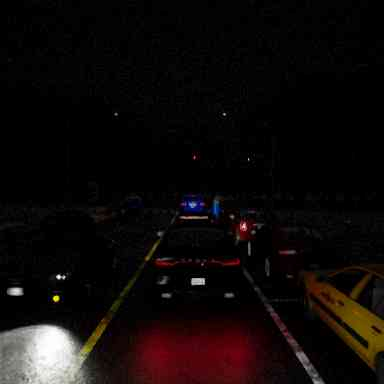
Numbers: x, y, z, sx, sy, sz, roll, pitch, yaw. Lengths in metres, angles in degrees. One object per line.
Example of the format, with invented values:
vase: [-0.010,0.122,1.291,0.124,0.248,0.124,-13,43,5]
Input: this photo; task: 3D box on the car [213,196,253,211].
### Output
car: [2.756,1.306,20.610,2.192,1.841,5.009,0,0,0]

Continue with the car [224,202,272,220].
car: [2.757,1.433,15.172,1.967,1.590,4.097,0,0,0]

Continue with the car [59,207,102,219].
car: [-5.768,1.558,15.171,1.947,1.339,4.313,0,0,0]

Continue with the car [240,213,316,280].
car: [2.758,1.540,9.735,1.887,1.381,4.507,0,0,0]

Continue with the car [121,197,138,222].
car: [-5.770,1.429,26.046,1.967,1.590,4.097,0,0,0]

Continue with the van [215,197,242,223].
van: [2.755,1.330,26.048,1.690,1.788,3.998,0,0,0]

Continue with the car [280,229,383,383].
car: [2.759,1.523,4.467,1.752,1.417,4.829,0,0,0]

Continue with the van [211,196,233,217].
van: [2.754,1.329,31.485,1.690,1.788,3.998,0,0,0]

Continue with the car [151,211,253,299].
car: [0.093,1.473,8.513,1.882,1.535,5.008,0,0,0]

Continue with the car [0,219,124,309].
car: [-3.101,1.560,7.829,1.994,1.385,4.181,0,0,0]

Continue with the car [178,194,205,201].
car: [0.017,1.210,29.324,2.150,2.045,5.566,0,0,-2]

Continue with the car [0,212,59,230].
car: [-5.767,1.520,9.564,1.752,1.417,4.829,0,0,0]

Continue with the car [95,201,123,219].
car: [-5.769,1.516,20.439,1.752,1.417,4.829,0,0,0]

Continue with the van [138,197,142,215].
van: [-5.771,1.329,31.484,1.690,1.788,3.998,0,0,0]

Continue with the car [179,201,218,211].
car: [0.093,1.483,18.957,2.128,1.511,4.902,0,0,0]
